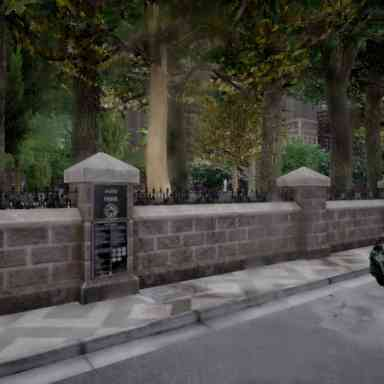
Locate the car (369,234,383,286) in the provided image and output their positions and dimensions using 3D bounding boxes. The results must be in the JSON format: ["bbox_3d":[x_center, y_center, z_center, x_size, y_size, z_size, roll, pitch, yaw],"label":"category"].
[{"bbox_3d":[6.612,1.221,8.127,5.566,2.045,2.150,0,0,-36],"label":"car"}]
